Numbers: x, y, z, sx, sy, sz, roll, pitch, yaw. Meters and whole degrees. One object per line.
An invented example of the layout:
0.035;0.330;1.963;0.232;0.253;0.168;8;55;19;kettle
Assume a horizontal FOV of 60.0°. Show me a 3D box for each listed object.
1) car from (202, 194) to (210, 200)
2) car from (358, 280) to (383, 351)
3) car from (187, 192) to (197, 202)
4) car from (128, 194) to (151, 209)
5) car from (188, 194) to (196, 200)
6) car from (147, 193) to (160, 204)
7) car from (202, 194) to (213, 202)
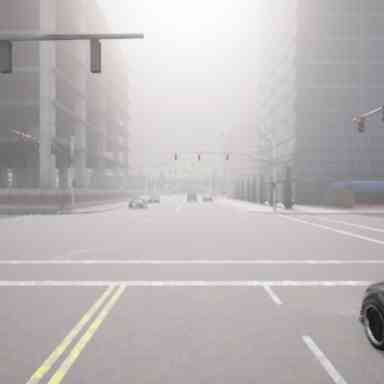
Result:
3.494;1.260;82.336;1.837;1.490;4.892;0;0;0;car
3.589;1.558;3.522;1.994;1.385;4.181;0;0;0;car
-0.005;1.105;71.714;2.150;2.045;5.566;0;0;0;car
-7.087;1.419;43.671;2.128;1.511;4.902;0;0;0;car
-0.006;1.300;82.336;2.033;1.411;5.357;0;0;0;car
-7.015;1.402;62.562;1.837;1.490;4.892;0;0;0;car
3.495;1.403;72.294;1.812;1.442;4.674;0;0;0;car
